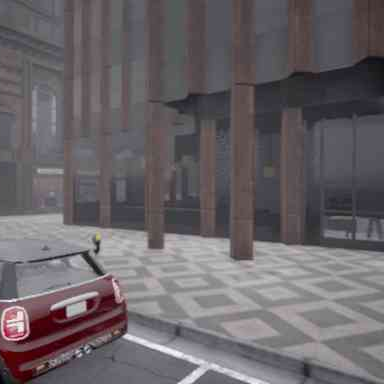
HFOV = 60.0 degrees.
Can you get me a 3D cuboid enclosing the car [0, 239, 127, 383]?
[{"bbox_3d":[-2.989,1.462,5.202,4.097,1.590,1.967,0,1,36],"label":"car"}]
